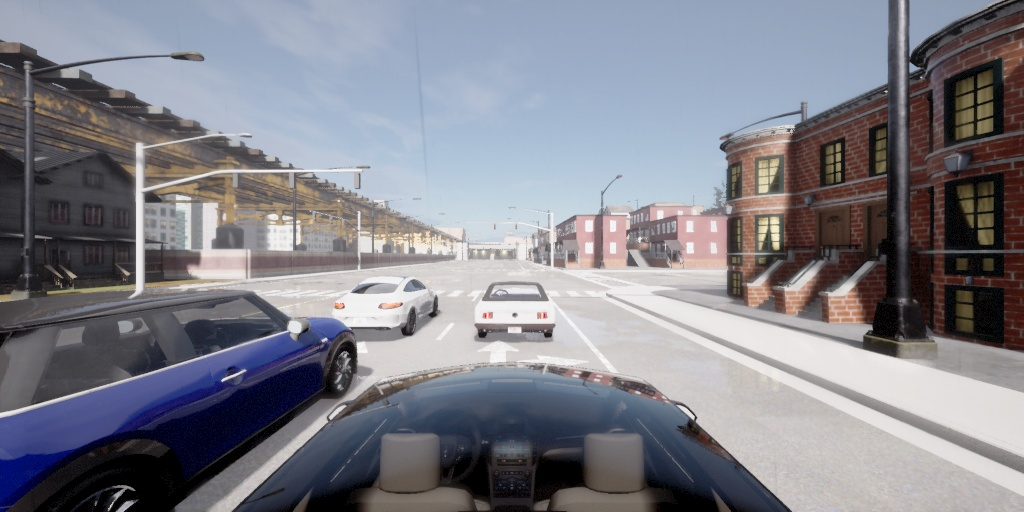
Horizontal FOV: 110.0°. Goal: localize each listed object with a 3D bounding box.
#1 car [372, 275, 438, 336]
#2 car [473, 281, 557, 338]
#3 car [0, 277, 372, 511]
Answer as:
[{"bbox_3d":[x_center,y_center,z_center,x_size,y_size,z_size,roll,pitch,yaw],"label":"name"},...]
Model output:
[{"bbox_3d":[-3.398,1.276,10.292,1.812,1.442,4.674,0,0,0],"label":"car"},{"bbox_3d":[0.105,1.351,10.184,1.895,1.301,4.718,0,0,1],"label":"car"},{"bbox_3d":[-3.399,1.102,3.648,2.097,1.767,4.553,0,0,0],"label":"car"}]
